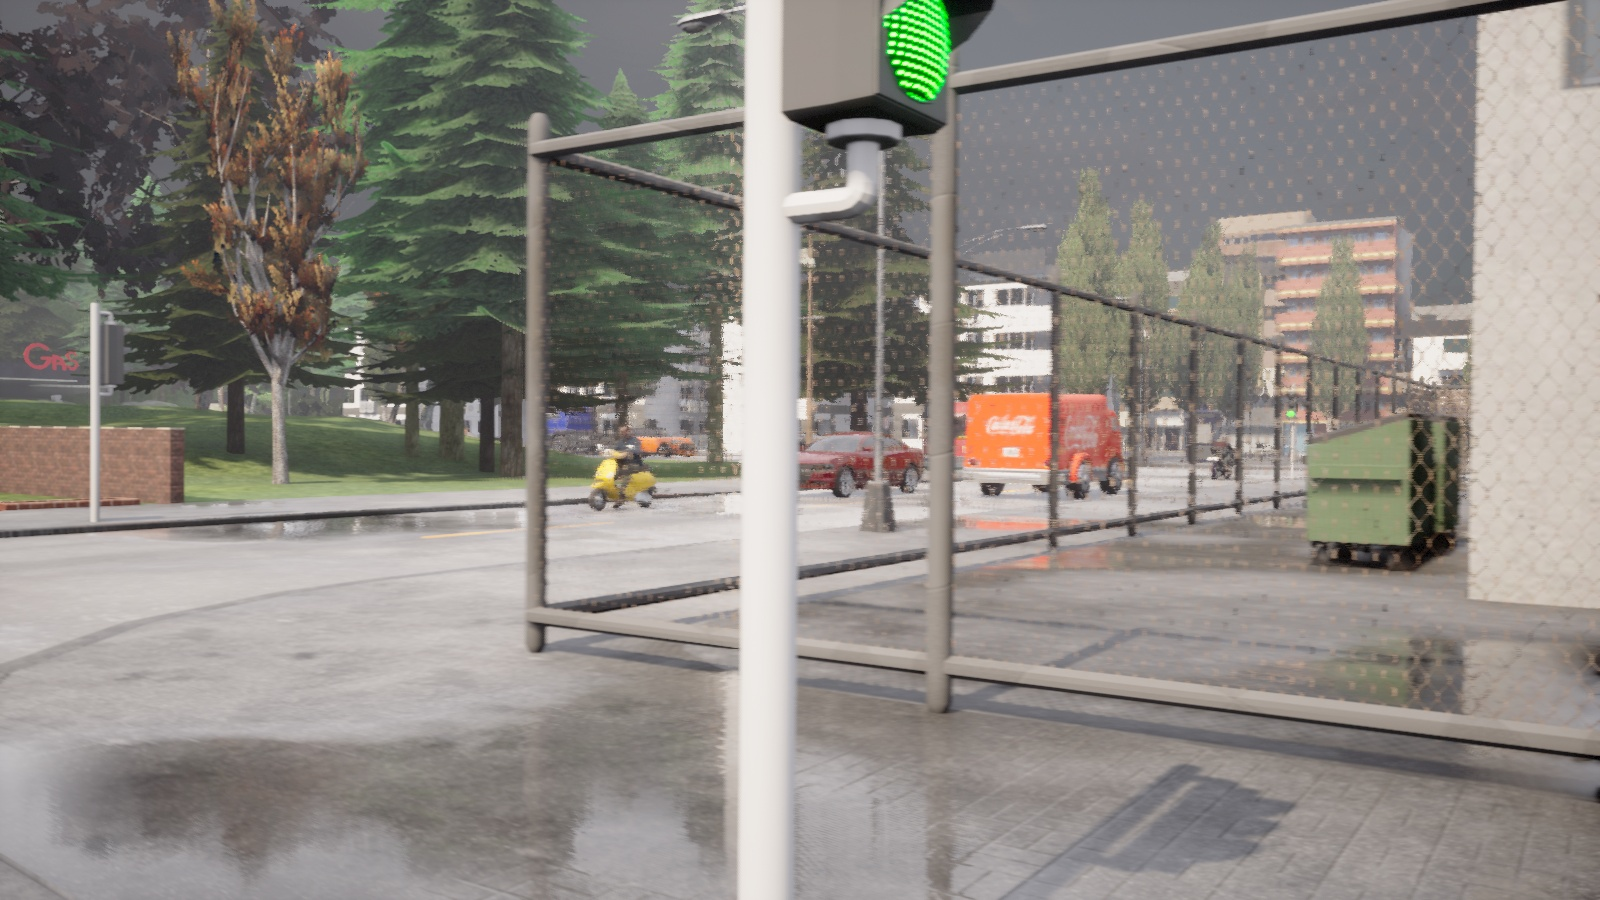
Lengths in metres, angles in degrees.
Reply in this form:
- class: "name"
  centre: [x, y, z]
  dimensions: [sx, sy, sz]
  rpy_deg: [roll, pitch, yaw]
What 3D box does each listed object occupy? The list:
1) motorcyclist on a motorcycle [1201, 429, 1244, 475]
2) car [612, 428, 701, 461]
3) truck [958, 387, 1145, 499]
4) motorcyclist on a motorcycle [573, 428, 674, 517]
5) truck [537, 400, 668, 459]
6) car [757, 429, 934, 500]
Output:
- class: "motorcyclist on a motorcycle"
  centre: [14.376, 0.047, 42.693]
  dimensions: [0.866, 1.530, 2.191]
  rpy_deg: [0, 1, 34]
- class: "car"
  centre: [-7.861, -0.303, 68.856]
  dimensions: [4.553, 1.767, 2.097]
  rpy_deg: [0, 1, 34]
- class: "truck"
  centre: [6.177, -0.223, 30.336]
  dimensions: [2.627, 2.467, 5.204]
  rpy_deg: [0, 2, 34]
- class: "motorcyclist on a motorcycle"
  centre: [-3.260, 0.387, 23.370]
  dimensions: [0.866, 1.590, 1.817]
  rpy_deg: [0, 1, 33]
- class: "truck"
  centre: [-12.068, -1.213, 76.438]
  dimensions: [7.936, 3.462, 2.891]
  rpy_deg: [0, 1, 34]
- class: "car"
  centre: [1.200, 0.279, 30.069]
  dimensions: [1.882, 1.535, 5.008]
  rpy_deg: [0, 1, 34]
